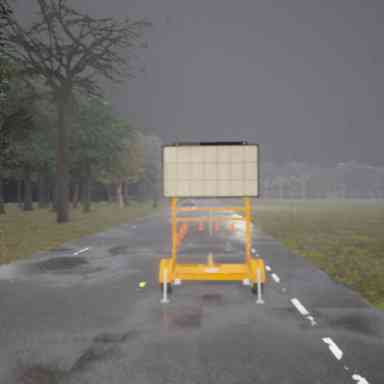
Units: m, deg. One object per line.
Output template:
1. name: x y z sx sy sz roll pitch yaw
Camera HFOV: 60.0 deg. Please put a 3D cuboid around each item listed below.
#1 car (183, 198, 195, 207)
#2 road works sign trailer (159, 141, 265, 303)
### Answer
1. car: -0.504 1.799 61.946 2.097 1.767 4.553 -1 0 3
2. road works sign trailer: 0.472 0.548 8.405 2.380 3.560 2.880 -1 -1 3
